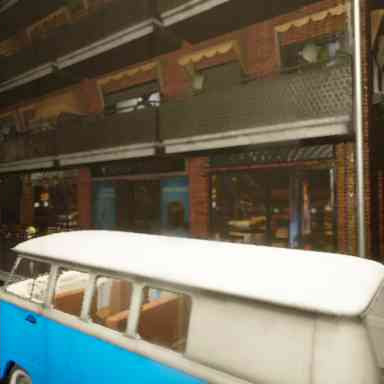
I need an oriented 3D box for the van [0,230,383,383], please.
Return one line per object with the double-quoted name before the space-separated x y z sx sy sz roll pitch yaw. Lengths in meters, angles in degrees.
"van" -0.267 1.343 3.087 3.998 1.788 1.690 0 -1 36
